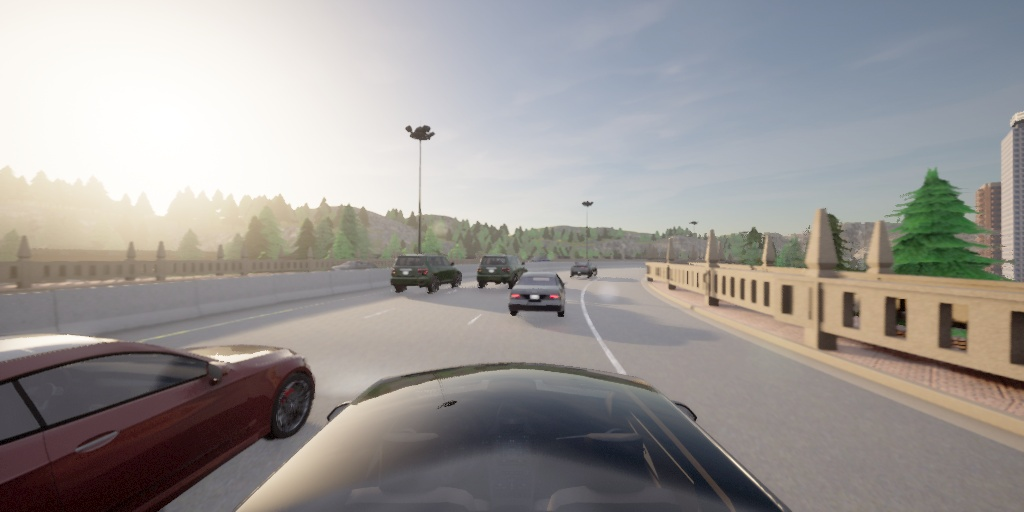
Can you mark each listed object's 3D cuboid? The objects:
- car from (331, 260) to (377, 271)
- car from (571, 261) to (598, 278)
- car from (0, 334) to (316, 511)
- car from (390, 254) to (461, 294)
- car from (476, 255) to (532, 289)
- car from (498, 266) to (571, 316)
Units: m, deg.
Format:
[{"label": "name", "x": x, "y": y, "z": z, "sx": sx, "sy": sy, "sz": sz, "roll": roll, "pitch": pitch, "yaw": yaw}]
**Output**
[{"label": "car", "x": -15.270, "y": 1.180, "z": 34.877, "sx": 2.128, "sy": 1.511, "sz": 4.902, "roll": 0, "pitch": 0, "yaw": 19}, {"label": "car", "x": 6.767, "y": 1.232, "z": 33.416, "sx": 2.128, "sy": 1.511, "sz": 4.902, "roll": 0, "pitch": 0, "yaw": 22}, {"label": "car", "x": -3.294, "y": 1.258, "z": 2.390, "sx": 1.812, "sy": 1.442, "sz": 4.674, "roll": 0, "pitch": 0, "yaw": 1}, {"label": "car", "x": -4.706, "y": 0.926, "z": 20.346, "sx": 2.150, "sy": 2.045, "sz": 5.566, "roll": 0, "pitch": 0, "yaw": 12}, {"label": "car", "x": -0.505, "y": 0.939, "z": 22.888, "sx": 2.150, "sy": 2.045, "sz": 5.566, "roll": 0, "pitch": 0, "yaw": 14}, {"label": "car", "x": 1.060, "y": 1.277, "z": 13.273, "sx": 2.033, "sy": 1.411, "sz": 5.357, "roll": 0, "pitch": 0, "yaw": 9}]
